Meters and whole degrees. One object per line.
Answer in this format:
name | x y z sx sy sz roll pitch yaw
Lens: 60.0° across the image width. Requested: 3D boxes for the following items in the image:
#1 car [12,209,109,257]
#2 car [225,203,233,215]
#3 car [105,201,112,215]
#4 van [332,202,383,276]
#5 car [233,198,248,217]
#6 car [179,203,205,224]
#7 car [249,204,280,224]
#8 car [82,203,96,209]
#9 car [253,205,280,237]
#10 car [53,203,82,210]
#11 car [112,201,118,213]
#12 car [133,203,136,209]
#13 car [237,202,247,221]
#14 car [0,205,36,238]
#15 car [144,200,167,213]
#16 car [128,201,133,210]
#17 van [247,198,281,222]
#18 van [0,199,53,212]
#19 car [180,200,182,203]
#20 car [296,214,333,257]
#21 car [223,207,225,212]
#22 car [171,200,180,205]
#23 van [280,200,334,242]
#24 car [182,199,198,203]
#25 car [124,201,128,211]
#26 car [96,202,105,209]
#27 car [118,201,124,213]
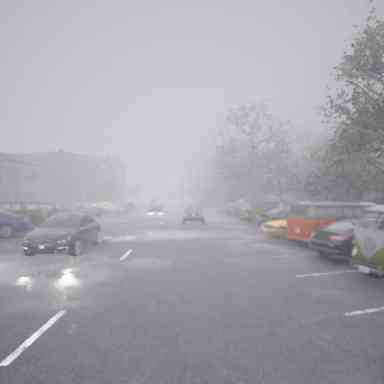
car | -5.083 1.646 13.683 1.837 1.490 4.892 0 -1 0
car | 6.448 1.937 35.456 4.792 1.488 2.163 1 -1 -20
car | -11.402 1.906 35.441 4.892 1.521 2.231 0 -1 -20
van | 6.300 1.349 8.904 4.442 1.987 1.878 1 0 -20
car | 6.392 1.700 29.546 4.553 1.767 2.185 1 -1 -20
car | 0.121 1.865 27.865 2.033 1.411 5.357 0 -1 0
car | 6.404 1.712 20.723 4.892 1.521 2.231 1 -1 -20
car | -11.402 1.826 29.569 4.892 1.521 2.231 -1 -1 -20
car | 6.236 1.670 17.713 5.366 1.575 1.946 1 -1 -20
car | -11.430 1.661 26.630 4.553 1.767 2.185 -1 -1 -20
car | -11.392 1.985 38.370 4.674 1.452 2.002 -1 -1 -20
car | -11.377 2.145 53.034 4.892 1.521 2.231 0 -1 -20
car | 6.443 1.818 26.621 4.792 1.488 2.163 1 -1 -20
car | -11.397 1.674 17.835 5.008 1.535 2.097 -1 0 -20
car | -4.987 2.134 46.412 1.994 1.385 4.181 0 -1 1
car | -11.391 2.066 47.172 4.892 1.521 2.231 -1 -1 -20
van | 6.523 1.526 23.715 4.442 1.987 1.878 1 -1 -20
van | -11.297 1.483 20.816 4.442 1.987 1.878 -1 -1 -20
car | -0.958 2.464 82.752 2.435 2.045 5.566 0 -2 -7
car | 6.402 1.647 11.893 4.674 1.452 2.002 1 -1 -20
car | 6.402 1.695 38.377 5.566 2.045 2.435 1 -1 -20
car | -3.406 3.034 93.906 2.231 1.521 4.892 0 -1 -18
van | 6.520 1.418 14.879 4.442 1.987 1.878 1 -1 -20
car | 0.102 2.033 44.336 2.128 1.511 4.902 0 -1 1
car | -11.388 2.065 44.238 4.674 1.452 2.002 0 -1 -20
car | -11.366 1.894 32.515 4.792 1.488 2.163 0 -1 -20
car | -11.559 1.983 41.235 5.366 1.575 1.946 0 -1 -20
